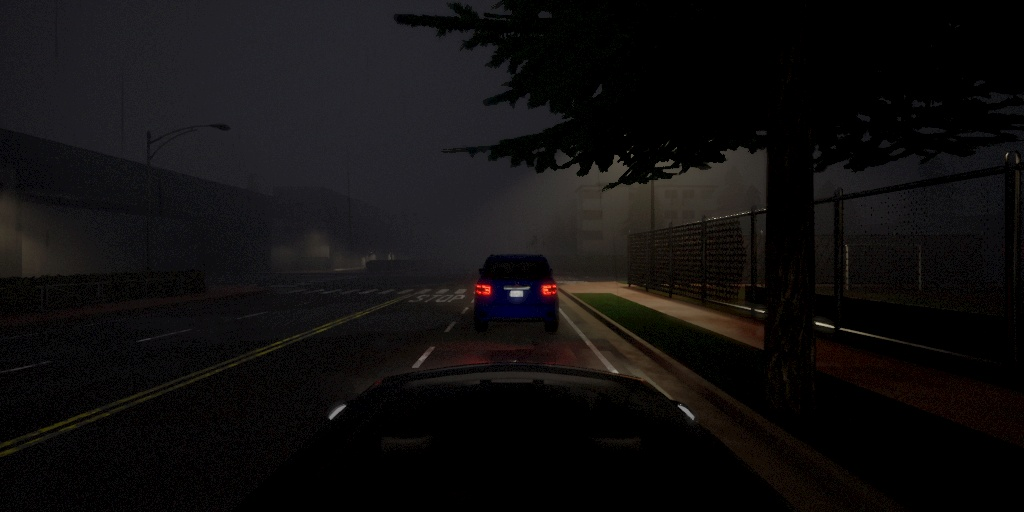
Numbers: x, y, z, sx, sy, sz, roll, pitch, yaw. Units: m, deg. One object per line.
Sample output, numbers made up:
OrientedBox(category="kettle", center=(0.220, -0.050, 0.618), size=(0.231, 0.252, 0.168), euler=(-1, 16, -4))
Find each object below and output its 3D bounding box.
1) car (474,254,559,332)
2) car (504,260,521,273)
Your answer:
OrientedBox(category="car", center=(0.119, 0.972, 11.021), size=(2.150, 2.045, 5.566), euler=(0, 0, 0))
OrientedBox(category="car", center=(0.048, 1.241, 45.353), size=(2.128, 1.511, 4.902), euler=(0, 0, 0))
